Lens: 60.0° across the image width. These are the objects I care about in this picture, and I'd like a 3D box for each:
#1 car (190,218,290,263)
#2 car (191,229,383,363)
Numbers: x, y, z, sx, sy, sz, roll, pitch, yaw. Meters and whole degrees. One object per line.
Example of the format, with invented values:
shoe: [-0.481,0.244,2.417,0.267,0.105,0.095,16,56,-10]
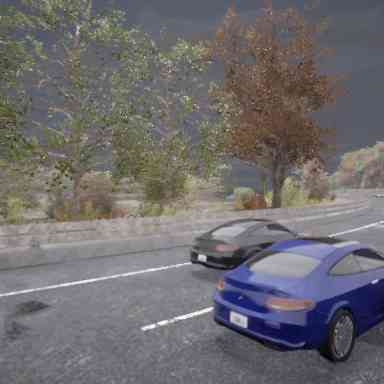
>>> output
car: [2.024,1.525,10.065,4.674,1.442,1.812,0,0,-40]
car: [2.428,1.520,5.852,4.674,1.442,1.812,0,0,-38]
